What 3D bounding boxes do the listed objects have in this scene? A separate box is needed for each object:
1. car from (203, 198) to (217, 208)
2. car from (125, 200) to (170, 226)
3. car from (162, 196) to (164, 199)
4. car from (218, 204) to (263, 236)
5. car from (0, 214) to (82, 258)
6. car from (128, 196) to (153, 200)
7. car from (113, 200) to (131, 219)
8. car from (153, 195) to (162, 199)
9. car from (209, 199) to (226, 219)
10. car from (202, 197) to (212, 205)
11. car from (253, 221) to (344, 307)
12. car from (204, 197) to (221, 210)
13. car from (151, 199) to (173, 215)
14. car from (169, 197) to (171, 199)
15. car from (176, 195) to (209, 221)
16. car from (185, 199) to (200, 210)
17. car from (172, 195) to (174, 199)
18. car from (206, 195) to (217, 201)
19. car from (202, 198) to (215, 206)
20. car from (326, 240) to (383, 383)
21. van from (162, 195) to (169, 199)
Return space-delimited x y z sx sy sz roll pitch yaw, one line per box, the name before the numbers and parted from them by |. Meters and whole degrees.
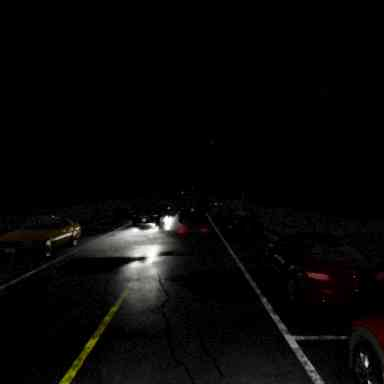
car | 2.756 1.651 51.085 1.887 1.381 4.507 0 0 0
car | -3.036 1.535 23.673 2.128 1.511 4.902 0 0 0
car | -5.768 1.652 51.097 1.887 1.381 4.507 0 0 0
car | 2.759 1.577 18.535 1.887 1.381 4.507 0 0 0
car | -5.765 1.548 12.945 1.752 1.417 4.829 0 0 0
car | -5.768 1.382 34.820 2.192 1.841 5.009 0 0 0
car | -5.767 1.637 29.394 1.802 1.307 4.206 0 0 0
car | -5.769 1.408 45.672 2.192 1.841 5.009 0 0 0
car | 2.759 1.580 29.555 1.752 1.417 4.829 0 0 0
car | 2.756 1.660 62.105 1.752 1.417 4.829 0 0 0
car | 2.761 1.595 7.685 1.802 1.307 4.206 0 0 0
car | 2.757 1.532 45.661 1.967 1.590 4.097 0 0 0
car | -3.001 1.668 34.961 1.895 1.301 4.718 0 0 0
car | -5.770 1.589 67.376 1.967 1.590 4.097 0 0 0
car | 0.054 1.402 27.573 2.097 1.767 4.553 0 0 0
car | 0.081 1.655 45.301 1.994 1.385 4.181 0 0 0
car | -5.770 1.756 78.228 1.802 1.307 4.206 0 0 0
car | 2.757 1.519 40.235 1.967 1.590 4.097 0 0 0
car | 2.757 1.671 56.510 2.008 1.369 4.403 0 0 0
car | 2.761 1.444 2.261 1.967 1.590 4.097 0 0 0
van | -5.770 1.476 61.950 1.690 1.788 3.998 0 0 0
